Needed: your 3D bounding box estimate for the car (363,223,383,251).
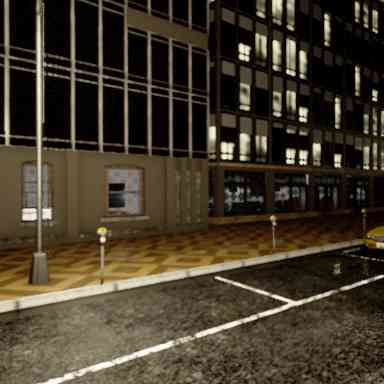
[{"bbox_3d":[8.223,1.425,12.414,4.829,1.417,1.752,-1,1,-35],"label":"car"}]
